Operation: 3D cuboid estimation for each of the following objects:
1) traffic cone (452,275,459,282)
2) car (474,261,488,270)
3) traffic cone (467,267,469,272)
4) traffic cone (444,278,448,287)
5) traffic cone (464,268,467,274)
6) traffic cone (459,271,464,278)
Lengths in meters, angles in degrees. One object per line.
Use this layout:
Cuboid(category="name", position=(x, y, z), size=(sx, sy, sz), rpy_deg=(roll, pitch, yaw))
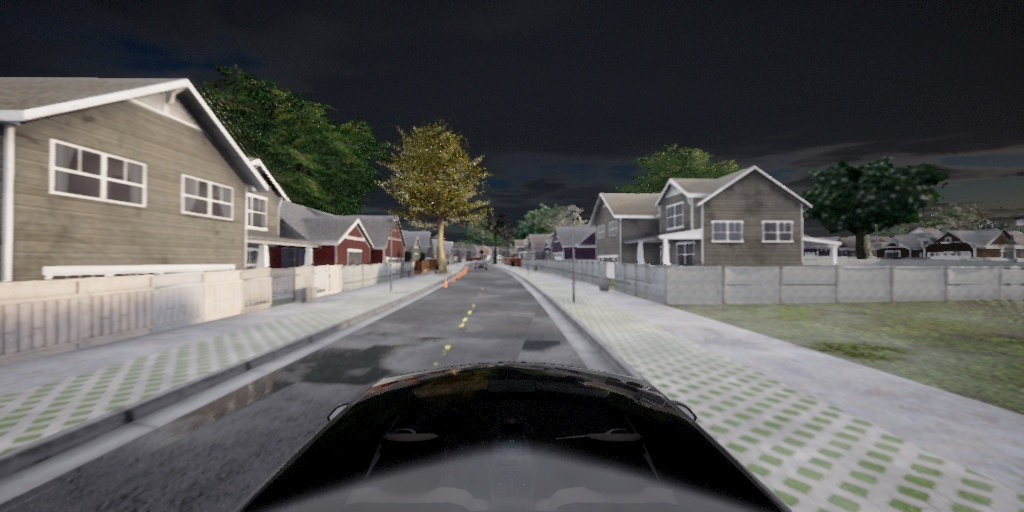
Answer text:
Cuboid(category="traffic cone", position=(-4.607, 1.759, 28.468), size=(0.340, 0.580, 0.340), rpy_deg=(0, 0, -3))
Cuboid(category="car", position=(-4.756, 1.486, 54.807), size=(1.994, 1.385, 4.181), rpy_deg=(0, 0, -6))
Cuboid(category="traffic cone", position=(-5.657, 1.821, 43.357), size=(0.340, 0.580, 0.340), rpy_deg=(0, 0, -5))
Cuboid(category="traffic cone", position=(-4.355, 1.744, 23.499), size=(0.340, 0.580, 0.340), rpy_deg=(0, 0, -3))
Cuboid(category="traffic cone", position=(-5.257, 1.798, 38.398), size=(0.340, 0.580, 0.340), rpy_deg=(0, 0, -4))
Cuboid(category="traffic cone", position=(-4.907, 1.777, 33.434), size=(0.340, 0.580, 0.340), rpy_deg=(0, 0, -4))
